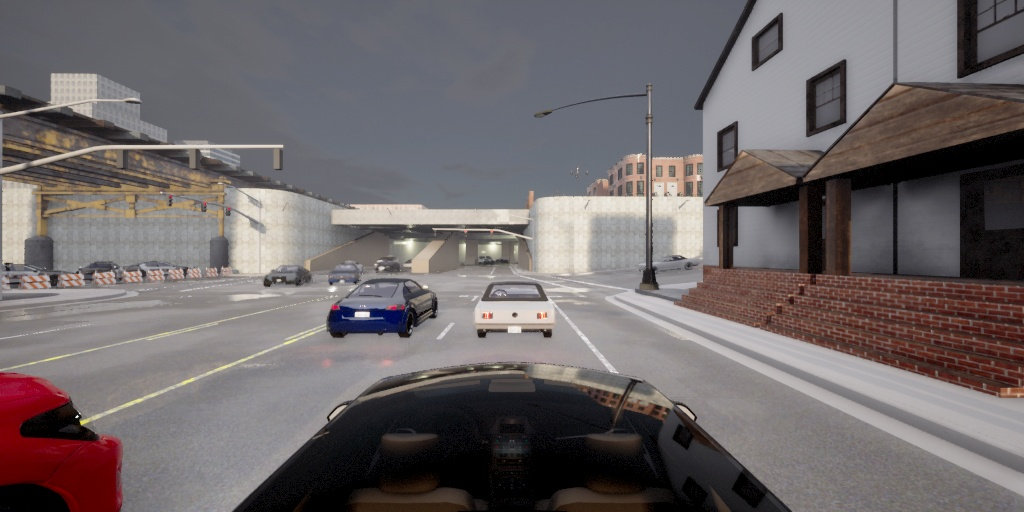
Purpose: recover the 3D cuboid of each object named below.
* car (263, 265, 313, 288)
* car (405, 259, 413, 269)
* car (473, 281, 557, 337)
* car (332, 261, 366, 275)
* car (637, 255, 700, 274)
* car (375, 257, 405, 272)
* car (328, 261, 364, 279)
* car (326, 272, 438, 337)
[{"bbox_3d":[-14.872,1.314,23.982,1.994,1.385,4.181,0,0,-16],"label":"car"},{"bbox_3d":[-15.045,1.351,54.626,1.895,1.301,4.718,0,0,-1],"label":"car"},{"bbox_3d":[0.072,1.351,10.197,1.895,1.301,4.718,0,0,0],"label":"car"},{"bbox_3d":[-18.149,1.276,40.112,1.812,1.442,4.674,0,0,-2],"label":"car"},{"bbox_3d":[13.060,0.665,30.175,4.718,1.301,1.895,-7,0,0],"label":"car"},{"bbox_3d":[-14.726,1.241,42.583,2.128,1.511,4.902,0,0,-2],"label":"car"},{"bbox_3d":[-12.133,1.297,26.229,2.033,1.411,5.357,0,0,-19],"label":"car"},{"bbox_3d":[-3.429,1.314,10.243,1.994,1.385,4.181,0,0,0],"label":"car"}]
